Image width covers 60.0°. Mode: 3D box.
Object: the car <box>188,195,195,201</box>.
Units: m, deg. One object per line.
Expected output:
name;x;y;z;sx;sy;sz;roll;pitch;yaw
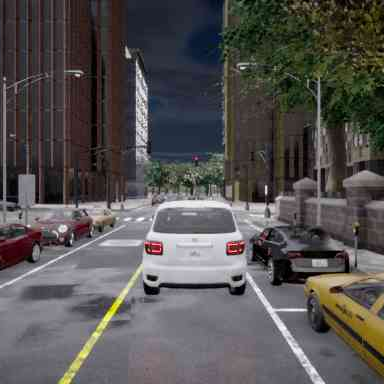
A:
car;-0.063;1.534;88.597;1.837;1.490;4.892;0;0;0

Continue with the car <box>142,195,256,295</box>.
car;0.060;1.222;8.835;2.150;2.045;5.566;0;0;0

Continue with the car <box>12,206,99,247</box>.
car;-5.775;1.441;14.694;1.967;1.590;4.097;0;0;0

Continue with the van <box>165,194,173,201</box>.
van;-5.824;1.372;84.747;1.690;1.788;3.998;0;0;0

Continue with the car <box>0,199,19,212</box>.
car;-19.194;1.203;31.543;5.357;1.411;2.033;1;0;-5

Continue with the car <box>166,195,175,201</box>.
car;-5.827;1.586;90.184;2.008;1.369;4.403;0;0;0

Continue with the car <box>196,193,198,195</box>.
car;-0.056;1.551;78.691;1.812;1.442;4.674;0;0;0

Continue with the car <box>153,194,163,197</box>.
car;-5.805;1.329;57.559;2.192;1.841;5.009;0;0;0

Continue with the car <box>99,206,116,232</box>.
car;-5.778;1.527;19.981;1.752;1.417;4.829;0;0;0

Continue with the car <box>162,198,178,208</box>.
car;-3.130;1.574;48.122;1.994;1.385;4.181;0;0;0

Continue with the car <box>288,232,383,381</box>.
car;2.758;1.525;3.958;1.752;1.417;4.829;0;0;0

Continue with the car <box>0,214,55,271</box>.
car;-5.771;1.545;9.237;1.887;1.381;4.507;0;0;0

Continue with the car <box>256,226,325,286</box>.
car;2.754;1.566;9.245;1.947;1.339;4.313;0;0;0

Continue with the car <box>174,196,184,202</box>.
car;-3.055;1.559;77.331;2.033;1.411;5.357;0;0;0

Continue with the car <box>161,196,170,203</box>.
car;-5.816;1.549;73.701;1.752;1.417;4.829;0;0;0

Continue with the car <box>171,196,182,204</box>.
car;-3.069;1.583;66.991;1.994;1.385;4.181;0;0;1

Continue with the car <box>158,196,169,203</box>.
car;-5.812;1.602;68.434;1.802;1.307;4.206;0;0;0

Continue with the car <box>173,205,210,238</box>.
car;0.010;1.527;18.480;1.812;1.442;4.674;0;0;0
